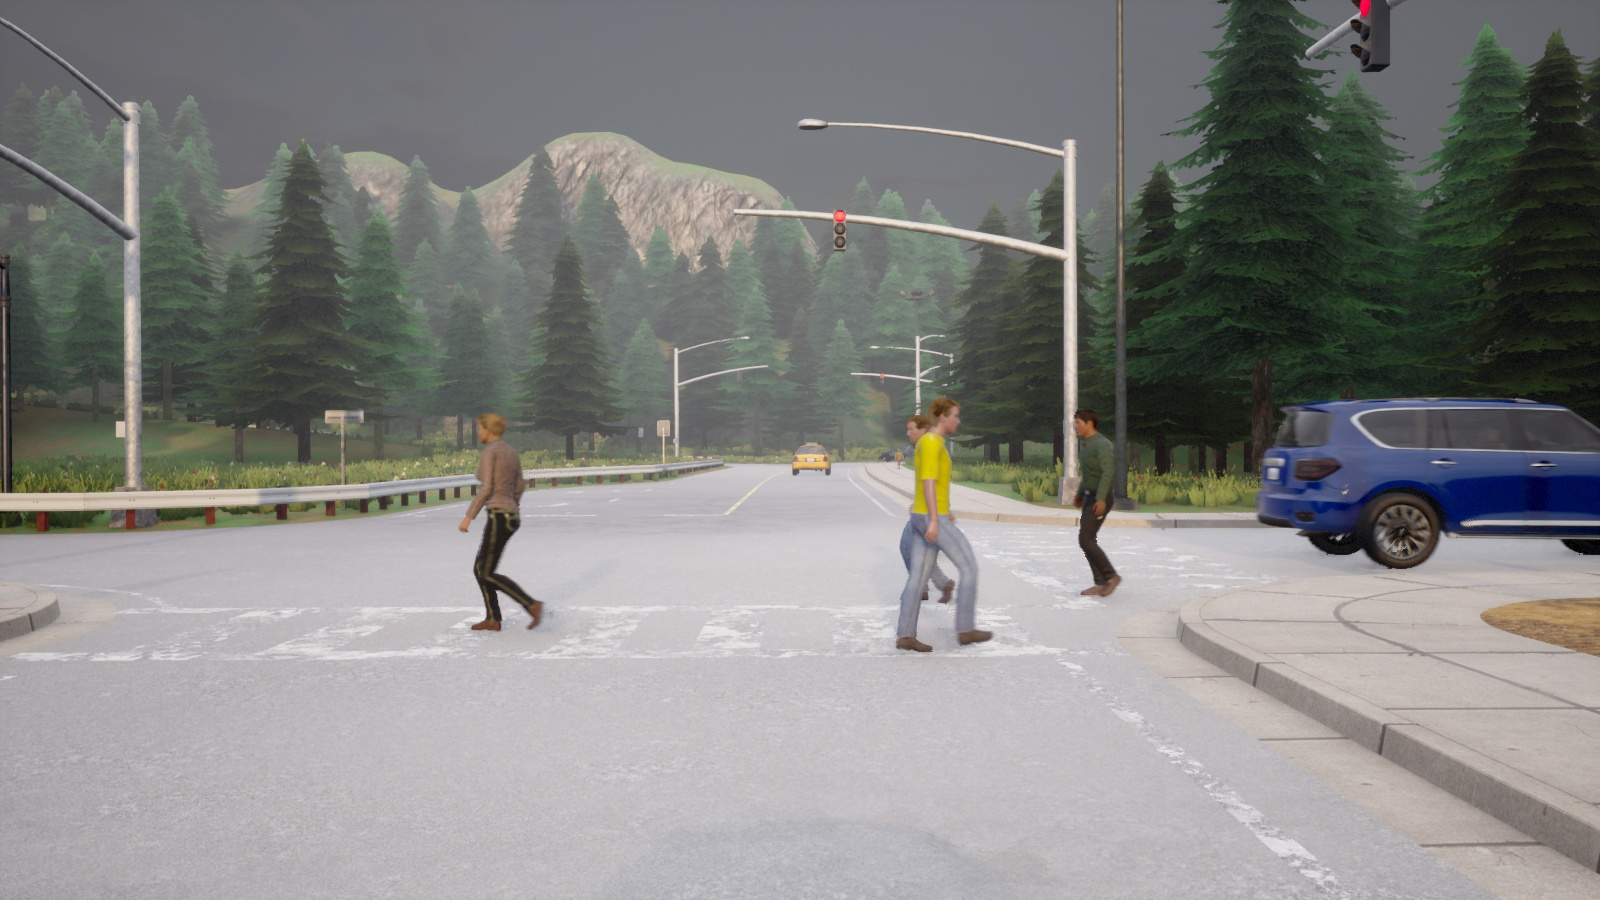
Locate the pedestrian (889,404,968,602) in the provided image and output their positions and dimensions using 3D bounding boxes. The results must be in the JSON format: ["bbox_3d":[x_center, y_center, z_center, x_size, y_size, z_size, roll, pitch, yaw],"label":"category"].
[{"bbox_3d":[1.207,0.492,11.845,0.706,1.836,0.354,0,0,0],"label":"pedestrian"}]

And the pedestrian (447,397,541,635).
[{"bbox_3d":[-2.430,0.514,9.985,0.634,1.846,0.331,0,0,13],"label":"pedestrian"}]

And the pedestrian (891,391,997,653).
[{"bbox_3d":[1.025,0.506,8.995,0.706,1.836,0.354,0,0,-3],"label":"pedestrian"}]

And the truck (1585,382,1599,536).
[{"bbox_3d":[15.399,0.143,19.159,5.204,2.467,2.627,0,0,1],"label":"truck"}]

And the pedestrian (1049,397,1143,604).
[{"bbox_3d":[2.837,0.477,12.061,0.788,1.949,0.423,0,0,-4],"label":"pedestrian"}]

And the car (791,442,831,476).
[{"bbox_3d":[0.569,0.395,60.659,1.801,1.575,5.366,0,0,2],"label":"car"}]

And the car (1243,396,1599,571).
[{"bbox_3d":[8.709,0.390,15.746,5.566,2.045,2.150,0,0,3],"label":"car"}]
